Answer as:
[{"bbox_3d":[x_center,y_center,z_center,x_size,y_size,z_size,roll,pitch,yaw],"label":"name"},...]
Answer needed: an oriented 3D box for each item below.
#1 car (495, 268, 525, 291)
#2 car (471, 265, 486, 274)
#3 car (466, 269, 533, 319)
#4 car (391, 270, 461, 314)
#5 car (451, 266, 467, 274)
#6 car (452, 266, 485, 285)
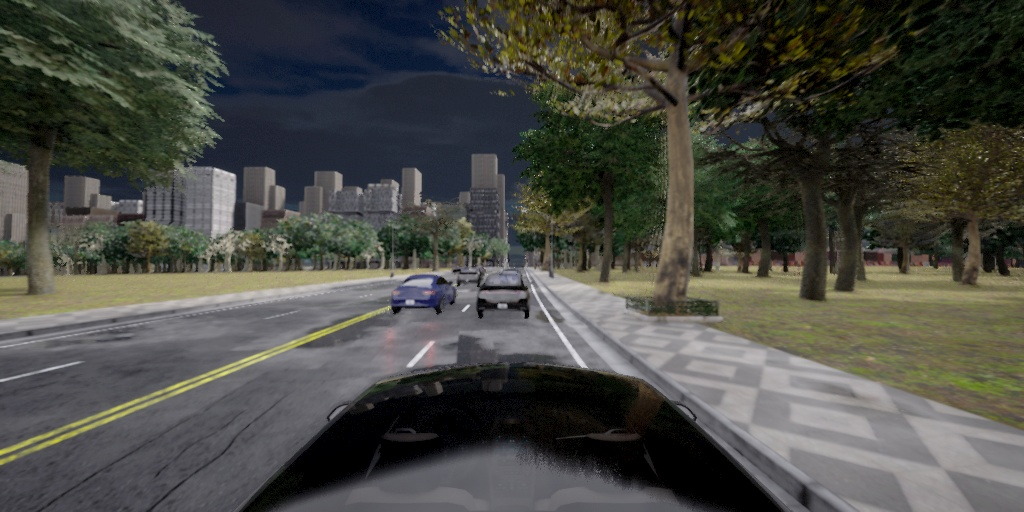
[{"bbox_3d":[-0.053,1.676,26.715,2.033,1.411,5.357,0,-1,2],"label":"car"},{"bbox_3d":[-5.623,2.309,60.519,1.994,1.385,4.181,0,-1,2],"label":"car"},{"bbox_3d":[-0.255,1.413,13.775,2.128,1.511,4.902,0,-1,1],"label":"car"},{"bbox_3d":[-3.491,1.462,14.698,1.812,1.442,4.674,0,-1,1],"label":"car"},{"bbox_3d":[-8.870,2.348,60.511,1.895,1.301,4.718,0,-1,2],"label":"car"},{"bbox_3d":[-3.219,1.660,28.949,2.128,1.511,4.902,0,-1,2],"label":"car"}]
